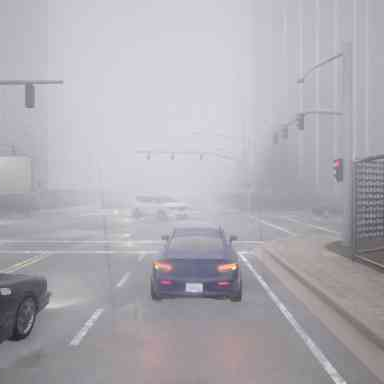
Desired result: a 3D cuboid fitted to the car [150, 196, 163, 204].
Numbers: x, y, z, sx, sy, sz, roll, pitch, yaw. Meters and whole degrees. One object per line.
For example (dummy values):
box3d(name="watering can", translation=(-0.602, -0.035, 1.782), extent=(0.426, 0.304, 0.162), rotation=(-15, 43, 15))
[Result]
box3d(name="car", translation=(-6.994, 1.493, 66.132), extent=(2.128, 1.511, 4.902), rotation=(0, 0, 0))

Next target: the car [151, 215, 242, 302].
box3d(name="car", translation=(0.160, 1.526, 8.182), extent=(1.812, 1.442, 4.674), rotation=(0, 0, 3))

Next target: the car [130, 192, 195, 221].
box3d(name="car", translation=(-2.682, 1.196, 26.440), extent=(2.150, 2.045, 5.566), rotation=(-1, 1, -45))

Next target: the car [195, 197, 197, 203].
box3d(name="car", translation=(0.020, 1.547, 66.914), extent=(2.033, 1.411, 5.357), rotation=(0, 0, 0))

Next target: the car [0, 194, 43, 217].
box3d(name="car", translation=(-16.515, 1.173, 30.019), extent=(5.566, 2.045, 2.150), rotation=(0, 1, -17))

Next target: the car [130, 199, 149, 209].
box3d(name="car", translation=(-7.085, 1.600, 45.501), extent=(1.895, 1.301, 4.718), rotation=(0, 0, 0))

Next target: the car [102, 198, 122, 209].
box3d(name="car", translation=(-10.585, 1.526, 44.487), extent=(1.812, 1.442, 4.674), rotation=(0, 0, 0))

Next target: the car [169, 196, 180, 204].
box3d(name="car", translation=(-3.480, 1.547, 66.915), extent=(2.033, 1.411, 5.357), rotation=(0, 0, 0))

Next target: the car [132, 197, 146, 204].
box3d(name="car", translation=(-10.493, 1.601, 66.140), extent=(1.895, 1.301, 4.718), rotation=(0, 0, 0))

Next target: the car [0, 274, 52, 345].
box3d(name="car", translation=(-3.443, 1.547, 3.464), extent=(2.033, 1.411, 5.357), rotation=(0, 0, 1))

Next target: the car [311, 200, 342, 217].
box3d(name="car", translation=(13.275, 1.422, 29.741), extent=(5.008, 1.535, 1.882), rotation=(0, 0, 0))
